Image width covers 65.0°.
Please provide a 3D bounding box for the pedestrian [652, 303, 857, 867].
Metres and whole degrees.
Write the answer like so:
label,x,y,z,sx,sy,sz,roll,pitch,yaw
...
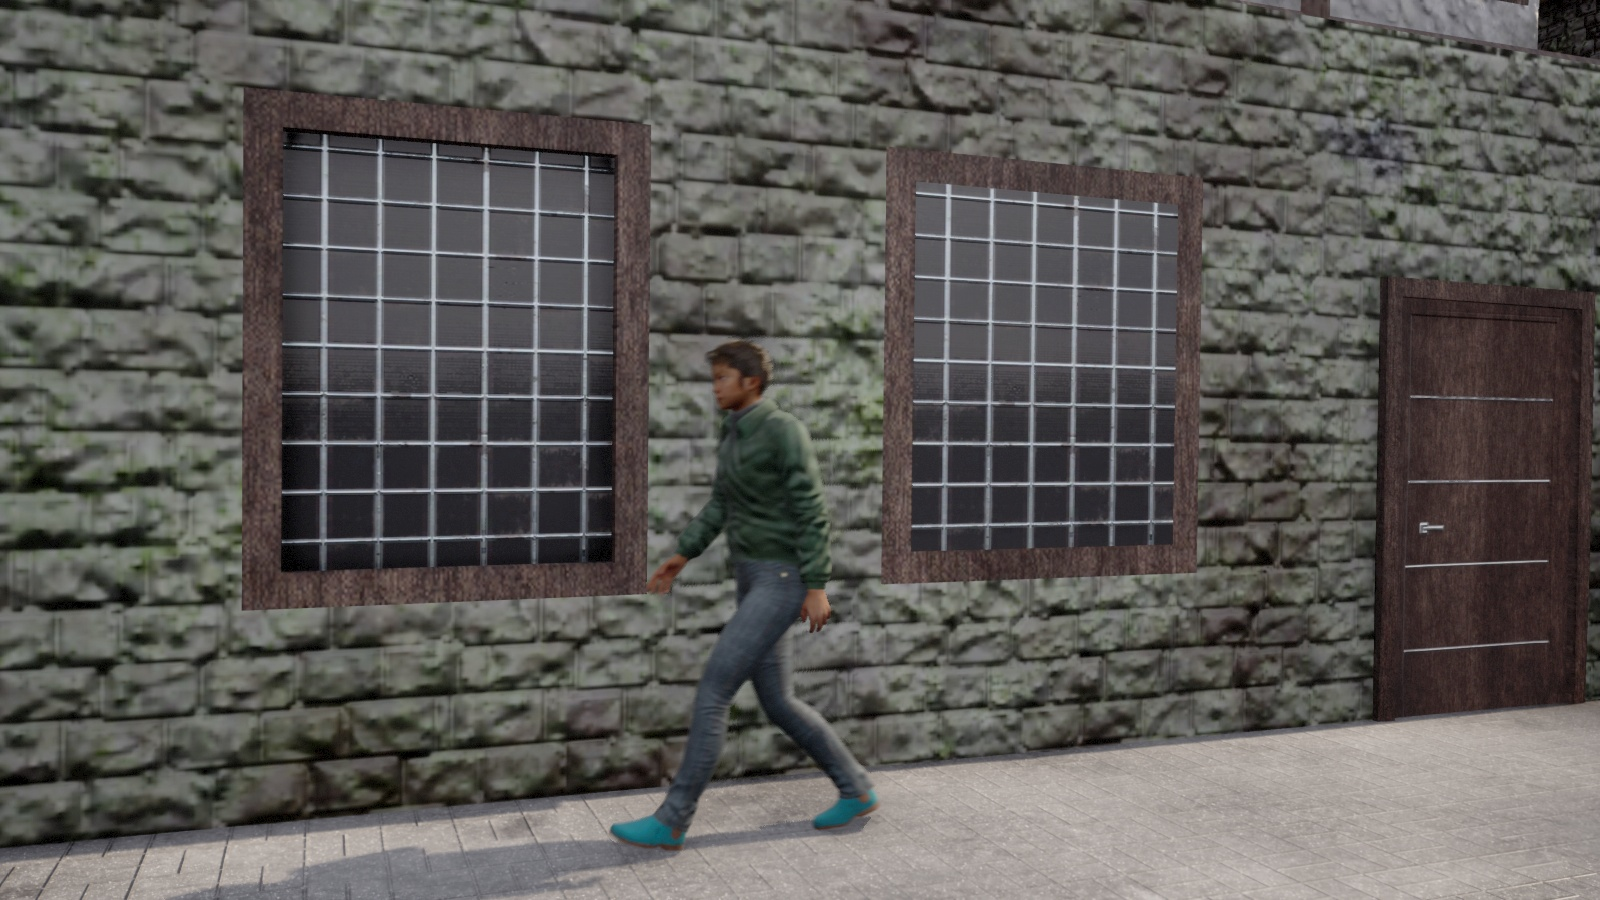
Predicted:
label,x,y,z,sx,sy,sz,roll,pitch,yaw
pedestrian,-0.164,0.438,4.377,0.614,1.847,0.353,-1,1,-20
